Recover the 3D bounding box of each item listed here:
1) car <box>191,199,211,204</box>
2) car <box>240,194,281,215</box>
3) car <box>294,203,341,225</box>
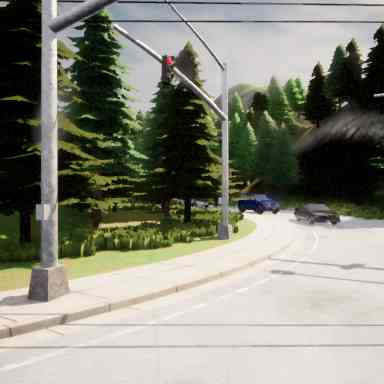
[{"bbox_3d":[0.204,1.223,46.709,2.150,2.045,5.566,0,0,-36],"label":"car"},{"bbox_3d":[6.910,1.221,34.996,2.150,2.045,5.566,0,0,-23],"label":"car"},{"bbox_3d":[9.026,1.547,24.506,2.033,1.411,5.357,0,0,2],"label":"car"}]
